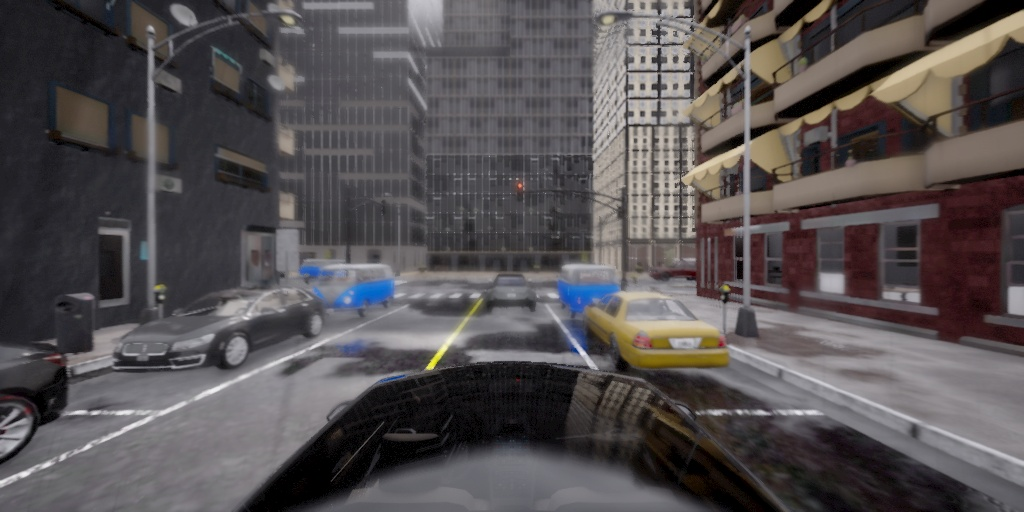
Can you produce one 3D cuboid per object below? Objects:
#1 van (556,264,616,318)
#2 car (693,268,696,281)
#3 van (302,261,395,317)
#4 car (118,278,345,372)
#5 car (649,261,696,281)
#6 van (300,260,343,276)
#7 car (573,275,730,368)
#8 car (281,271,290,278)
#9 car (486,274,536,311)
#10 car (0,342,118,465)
[{"bbox_3d":[2.687,1.203,13.286,1.690,1.789,3.998,0,0,0],"label":"van"},{"bbox_3d":[15.177,1.659,24.246,4.507,1.381,1.888,0,0,0],"label":"car"},{"bbox_3d":[-5.694,1.203,13.314,1.690,1.789,3.998,0,0,0],"label":"van"},{"bbox_3d":[-5.693,1.359,7.712,2.007,1.370,4.403,0,0,0],"label":"car"},{"bbox_3d":[15.227,1.395,32.626,5.009,1.841,2.192,0,0,0],"label":"car"},{"bbox_3d":[-17.162,1.259,32.815,3.998,1.789,1.690,0,0,0],"label":"van"},{"bbox_3d":[2.688,1.333,7.855,1.751,1.417,4.829,0,0,0],"label":"car"},{"bbox_3d":[-22.685,1.459,32.847,4.313,1.339,1.948,0,0,0],"label":"car"},{"bbox_3d":[-0.085,1.446,15.280,1.994,1.385,4.181,0,0,-2],"label":"car"},{"bbox_3d":[-5.692,1.320,2.110,1.948,1.339,4.313,0,0,0],"label":"car"}]
